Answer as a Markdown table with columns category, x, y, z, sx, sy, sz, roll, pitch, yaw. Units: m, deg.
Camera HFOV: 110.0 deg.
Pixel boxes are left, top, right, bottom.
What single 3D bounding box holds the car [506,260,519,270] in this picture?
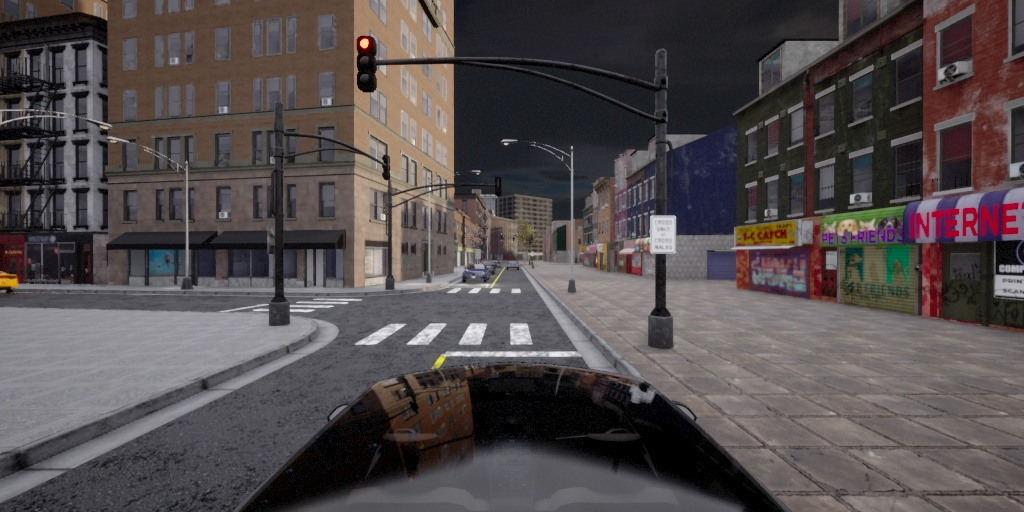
| category | x | y | z | sx | sy | sz | roll | pitch | yaw |
| --- | --- | --- | --- | --- | --- | --- | --- | --- | --- |
| car | 0.111 | 1.310 | 52.760 | 2.033 | 1.411 | 5.357 | 0 | 0 | 0 |

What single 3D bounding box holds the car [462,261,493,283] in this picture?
| category | x | y | z | sx | sy | sz | roll | pitch | yaw |
| --- | --- | --- | --- | --- | --- | --- | --- | --- | --- |
| car | -2.792 | 1.279 | 28.425 | 1.812 | 1.442 | 4.674 | 0 | 0 | 0 |

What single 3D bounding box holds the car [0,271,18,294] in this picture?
| category | x | y | z | sx | sy | sz | roll | pitch | yaw |
| --- | --- | --- | --- | --- | --- | --- | --- | --- | --- |
| car | -30.314 | 1.377 | 19.844 | 5.008 | 1.535 | 1.882 | 0 | 0 | 10 |

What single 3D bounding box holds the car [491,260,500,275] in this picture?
| category | x | y | z | sx | sy | sz | roll | pitch | yaw |
| --- | --- | --- | --- | --- | --- | --- | --- | --- | --- |
| car | -2.769 | 1.247 | 38.859 | 2.128 | 1.511 | 4.902 | 0 | 0 | 0 |
